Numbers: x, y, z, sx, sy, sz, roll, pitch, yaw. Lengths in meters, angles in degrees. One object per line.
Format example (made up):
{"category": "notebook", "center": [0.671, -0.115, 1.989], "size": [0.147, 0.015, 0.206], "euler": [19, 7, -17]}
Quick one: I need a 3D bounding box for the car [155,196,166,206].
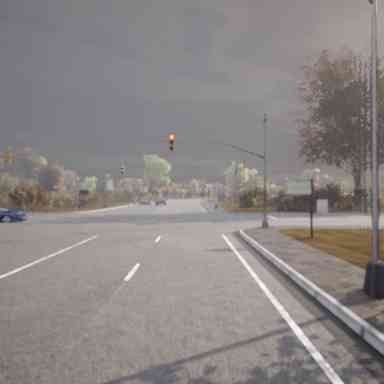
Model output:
{"category": "car", "center": [-6.997, 1.985, 74.027], "size": [2.150, 2.045, 5.566], "euler": [0, -1, 0]}

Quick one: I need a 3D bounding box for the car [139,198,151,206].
{"category": "car", "center": [-10.497, 2.116, 74.096], "size": [2.097, 1.767, 4.553], "euler": [0, -1, 0]}

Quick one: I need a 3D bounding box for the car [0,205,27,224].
{"category": "car", "center": [-16.202, 1.810, 27.428], "size": [5.008, 1.535, 1.882], "euler": [1, -1, 3]}
